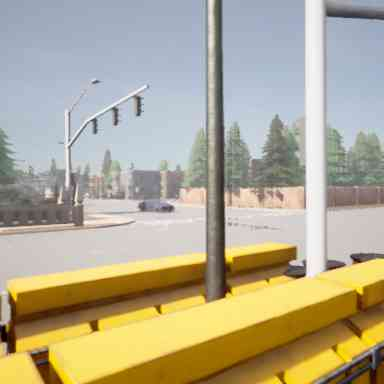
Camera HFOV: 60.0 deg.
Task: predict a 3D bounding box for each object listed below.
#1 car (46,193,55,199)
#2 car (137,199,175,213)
[{"bbox_3d":[-36.577,1.094,86.505,1.882,1.535,5.008,-1,0,-36],"label":"car"},{"bbox_3d":[-3.880,1.394,34.978,2.033,1.411,5.357,-1,0,-36],"label":"car"}]
